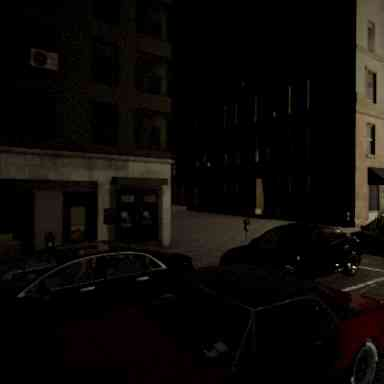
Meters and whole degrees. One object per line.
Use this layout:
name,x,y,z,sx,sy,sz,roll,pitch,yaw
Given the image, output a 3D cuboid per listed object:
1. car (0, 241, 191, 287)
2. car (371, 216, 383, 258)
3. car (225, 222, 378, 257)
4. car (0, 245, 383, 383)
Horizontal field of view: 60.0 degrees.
car,-1.907,1.550,5.396,4.403,1.369,2.008,0,1,-35
car,7.330,1.560,11.985,4.313,1.339,1.947,0,1,-35
car,2.712,1.562,8.691,4.313,1.339,1.947,0,1,-35
car,0.256,1.600,3.561,4.718,1.301,1.895,0,0,-35
